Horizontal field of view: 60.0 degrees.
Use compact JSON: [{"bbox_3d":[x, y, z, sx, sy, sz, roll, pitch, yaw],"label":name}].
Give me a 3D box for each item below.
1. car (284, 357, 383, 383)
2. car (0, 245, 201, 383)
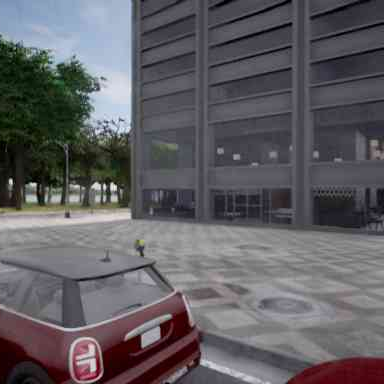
[{"bbox_3d":[2.442,1.546,1.217,4.507,1.381,1.887,0,0,36],"label":"car"},{"bbox_3d":[-1.980,1.438,4.381,4.097,1.590,1.967,0,0,36],"label":"car"}]
